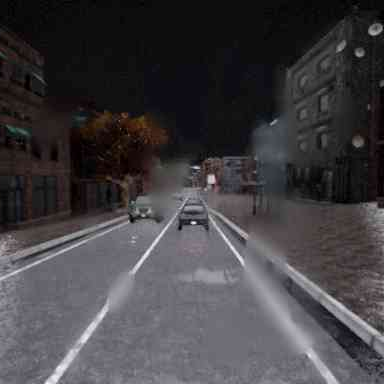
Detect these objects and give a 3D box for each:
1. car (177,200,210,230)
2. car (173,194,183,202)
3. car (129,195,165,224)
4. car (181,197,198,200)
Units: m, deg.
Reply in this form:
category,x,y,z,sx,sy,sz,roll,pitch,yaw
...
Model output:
category,x,y,z,sx,sy,sz,roll,pitch,yaw
car,0.093,1.513,21.360,1.837,1.490,4.892,0,0,0
car,-2.871,1.111,67.067,1.882,1.535,5.008,0,1,1
car,-3.281,1.230,25.328,2.150,2.045,5.566,0,0,0
car,0.113,1.493,40.092,2.033,1.411,5.357,0,1,0
